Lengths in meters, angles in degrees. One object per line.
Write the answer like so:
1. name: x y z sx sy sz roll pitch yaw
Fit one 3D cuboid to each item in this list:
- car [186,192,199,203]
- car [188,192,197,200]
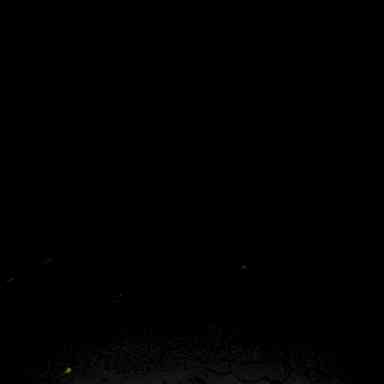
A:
1. car: 0.113 0.918 51.118 1.882 1.535 5.008 0 1 0
2. car: 0.108 0.716 68.528 1.837 1.490 4.892 0 1 0
